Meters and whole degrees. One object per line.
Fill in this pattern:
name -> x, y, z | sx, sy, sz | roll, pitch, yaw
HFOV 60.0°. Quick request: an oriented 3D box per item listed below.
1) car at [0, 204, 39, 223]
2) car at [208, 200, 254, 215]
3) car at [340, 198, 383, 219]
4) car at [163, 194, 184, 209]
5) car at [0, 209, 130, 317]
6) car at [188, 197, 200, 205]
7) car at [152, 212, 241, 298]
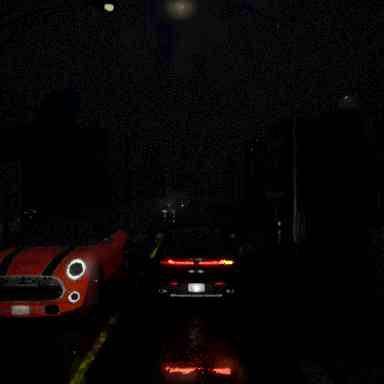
car -> -14.401, 1.612, 25.183 | 4.718, 1.301, 1.895 | 0, -1, -1
car -> 3.852, 1.563, 33.191 | 4.674, 1.442, 1.812 | -1, -1, 23
car -> 13.993, 1.230, 25.487 | 5.008, 1.535, 1.882 | -1, -1, -1
car -> -2.704, 1.445, 43.666 | 2.128, 1.511, 4.902 | 0, 0, 3
car -> -2.834, 1.349, 7.718 | 2.097, 1.767, 4.553 | 0, 0, 0
car -> 0.305, 1.480, 55.644 | 2.033, 1.411, 5.357 | 0, 0, 0
car -> 0.103, 1.502, 8.512 | 1.837, 1.490, 4.892 | 0, 0, 0
